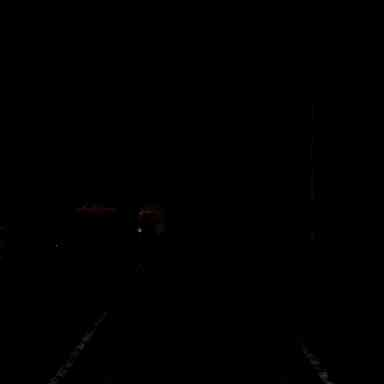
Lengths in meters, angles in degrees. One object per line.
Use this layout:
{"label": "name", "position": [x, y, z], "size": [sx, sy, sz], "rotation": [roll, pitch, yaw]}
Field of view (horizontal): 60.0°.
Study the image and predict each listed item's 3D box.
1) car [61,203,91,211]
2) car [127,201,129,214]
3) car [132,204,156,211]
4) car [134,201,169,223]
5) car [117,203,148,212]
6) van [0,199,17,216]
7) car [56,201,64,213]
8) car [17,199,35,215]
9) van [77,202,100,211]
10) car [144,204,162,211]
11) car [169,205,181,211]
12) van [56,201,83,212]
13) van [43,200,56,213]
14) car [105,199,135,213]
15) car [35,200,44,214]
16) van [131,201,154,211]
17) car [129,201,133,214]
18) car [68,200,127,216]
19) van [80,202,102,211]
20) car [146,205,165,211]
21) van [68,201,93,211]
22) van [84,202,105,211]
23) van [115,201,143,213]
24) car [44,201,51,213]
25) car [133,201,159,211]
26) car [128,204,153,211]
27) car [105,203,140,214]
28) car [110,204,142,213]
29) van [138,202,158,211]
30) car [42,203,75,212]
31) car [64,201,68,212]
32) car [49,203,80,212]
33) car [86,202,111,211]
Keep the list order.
{"label": "car", "position": [-23.229, 3.086, 66.708], "size": [5.366, 1.575, 1.946], "rotation": [0, -2, 0]}
{"label": "car", "position": [-10.348, 2.032, 38.800], "size": [4.892, 1.521, 2.231], "rotation": [0, -2, 0]}
{"label": "car", "position": [-10.361, 3.328, 72.087], "size": [4.792, 1.488, 2.163], "rotation": [0, -3, 0]}
{"label": "car", "position": [-3.355, 1.779, 28.464], "size": [1.882, 1.535, 5.008], "rotation": [0, -1, 0]}
{"label": "car", "position": [-10.342, 2.759, 58.211], "size": [5.008, 1.535, 2.097], "rotation": [0, -2, 0]}
{"label": "van", "position": [-23.540, 1.807, 38.915], "size": [4.442, 1.987, 1.878], "rotation": [0, -2, 0]}
{"label": "car", "position": [-23.387, 2.425, 52.870], "size": [4.553, 1.767, 2.185], "rotation": [0, -2, 0]}
{"label": "car", "position": [-23.449, 1.877, 41.806], "size": [5.566, 2.045, 2.435], "rotation": [0, -2, 0]}
{"label": "van", "position": [-23.294, 3.195, 74.870], "size": [4.442, 1.987, 1.878], "rotation": [0, -3, 0]}
{"label": "car", "position": [-10.295, 4.057, 88.702], "size": [4.553, 1.767, 2.185], "rotation": [0, -3, 0]}
{"label": "car", "position": [-3.267, 3.289, 68.748], "size": [1.994, 1.385, 4.181], "rotation": [0, -3, 0]}
{"label": "van", "position": [-23.531, 2.755, 63.947], "size": [4.442, 1.987, 1.878], "rotation": [0, -2, 0]}
{"label": "van", "position": [-23.536, 2.217, 50.106], "size": [4.442, 1.987, 1.878], "rotation": [0, -2, 0]}
{"label": "car", "position": [-10.372, 2.098, 44.350], "size": [4.553, 1.767, 2.185], "rotation": [0, -2, 0]}
{"label": "car", "position": [-23.236, 2.227, 44.564], "size": [5.366, 1.575, 1.946], "rotation": [0, -2, 0]}
{"label": "van", "position": [-10.216, 2.965, 69.316], "size": [4.442, 1.987, 1.878], "rotation": [0, -2, 0]}
{"label": "car", "position": [-10.348, 2.122, 41.570], "size": [5.008, 1.535, 2.097], "rotation": [0, -2, 0]}
{"label": "car", "position": [-10.158, 1.944, 36.032], "size": [5.366, 1.575, 1.946], "rotation": [0, -2, 0]}
{"label": "van", "position": [-23.526, 3.355, 77.768], "size": [4.442, 1.987, 1.878], "rotation": [0, -3, 0]}
{"label": "car", "position": [-10.318, 4.489, 94.240], "size": [4.892, 1.521, 2.231], "rotation": [0, -3, 0]}
{"label": "van", "position": [-23.296, 2.971, 69.483], "size": [4.442, 1.987, 1.878], "rotation": [0, -2, 0]}
{"label": "van", "position": [-23.526, 3.500, 80.409], "size": [4.442, 1.987, 1.878], "rotation": [0, -3, 0]}
{"label": "van", "position": [-10.454, 2.426, 55.446], "size": [4.442, 1.987, 1.878], "rotation": [0, -2, 0]}
{"label": "car", "position": [-23.413, 2.336, 47.329], "size": [4.892, 1.521, 2.231], "rotation": [0, -2, 0]}
{"label": "car", "position": [-10.359, 3.170, 74.849], "size": [5.566, 2.045, 2.435], "rotation": [0, -3, 0]}
{"label": "car", "position": [-10.336, 3.123, 66.532], "size": [4.674, 1.452, 2.002], "rotation": [0, -2, 0]}
{"label": "car", "position": [-10.369, 2.465, 49.888], "size": [4.792, 1.488, 2.163], "rotation": [0, -2, 0]}
{"label": "car", "position": [-10.341, 2.584, 52.661], "size": [4.674, 1.452, 2.002], "rotation": [0, -2, 0]}
{"label": "van", "position": [-10.213, 3.348, 77.620], "size": [4.442, 1.987, 1.878], "rotation": [0, -3, 0]}
{"label": "car", "position": [-23.411, 2.766, 58.402], "size": [5.008, 1.535, 2.097], "rotation": [0, -2, 0]}
{"label": "car", "position": [-23.412, 2.653, 55.509], "size": [5.008, 1.535, 2.097], "rotation": [0, -2, 0]}
{"label": "car", "position": [-23.409, 2.874, 61.171], "size": [4.892, 1.521, 2.231], "rotation": [0, -2, 0]}
{"label": "car", "position": [-23.380, 3.627, 83.177], "size": [5.566, 2.045, 2.435], "rotation": [0, -3, 0]}
